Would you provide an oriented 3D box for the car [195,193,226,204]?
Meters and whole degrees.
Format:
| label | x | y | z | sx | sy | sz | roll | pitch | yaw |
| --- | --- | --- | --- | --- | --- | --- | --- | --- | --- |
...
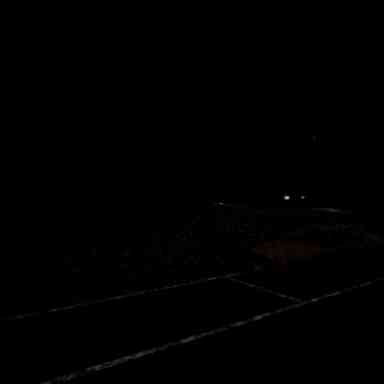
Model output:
| label | x | y | z | sx | sy | sz | roll | pitch | yaw |
| --- | --- | --- | --- | --- | --- | --- | --- | --- | --- |
| car | 3.044 | 0.912 | 49.755 | 1.882 | 1.535 | 5.008 | 0 | 0 | -34 |

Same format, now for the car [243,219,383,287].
| label | x | y | z | sx | sy | sz | roll | pitch | yaw |
| --- | --- | --- | --- | --- | --- | --- | --- | --- | --- |
| car | 3.560 | 1.475 | 9.182 | 4.829 | 1.417 | 1.752 | 0 | 1 | -35 |

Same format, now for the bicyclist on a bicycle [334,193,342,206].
| label | x | y | z | sx | sy | sz | roll | pitch | yaw |
| --- | --- | --- | --- | --- | --- | --- | --- | --- | --- |
| bicyclist on a bicycle | 17.464 | 0.922 | 39.761 | 1.656 | 1.620 | 0.582 | 0 | 1 | -35 |

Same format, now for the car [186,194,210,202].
| label | x | y | z | sx | sy | sz | roll | pitch | yaw |
| --- | --- | --- | --- | --- | --- | --- | --- | --- | --- |
| car | 1.046 | 0.969 | 58.193 | 1.895 | 1.301 | 4.718 | 0 | 0 | -34 |
